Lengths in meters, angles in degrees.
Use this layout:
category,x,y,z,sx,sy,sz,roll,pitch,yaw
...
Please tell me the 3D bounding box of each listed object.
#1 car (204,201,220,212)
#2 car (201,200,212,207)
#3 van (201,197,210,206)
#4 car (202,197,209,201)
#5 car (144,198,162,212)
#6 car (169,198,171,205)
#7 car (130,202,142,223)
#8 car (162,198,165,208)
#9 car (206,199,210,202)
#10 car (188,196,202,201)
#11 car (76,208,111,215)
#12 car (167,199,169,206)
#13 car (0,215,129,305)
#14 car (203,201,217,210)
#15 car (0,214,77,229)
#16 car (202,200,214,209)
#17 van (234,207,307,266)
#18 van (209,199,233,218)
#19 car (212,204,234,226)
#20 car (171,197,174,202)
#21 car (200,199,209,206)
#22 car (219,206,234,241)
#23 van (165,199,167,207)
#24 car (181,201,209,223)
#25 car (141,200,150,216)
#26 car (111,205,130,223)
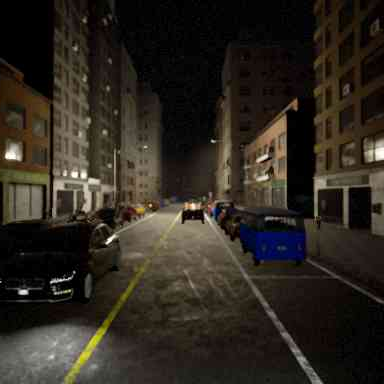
category,x,y,z,sx,sy,sz,roll,pitch,yaw
car,2.700,2.014,45.783,1.947,1.339,4.313,0,-1,0
car,2.712,2.190,62.790,1.802,1.307,4.206,0,0,0
van,2.716,1.999,68.462,1.690,1.788,3.998,0,0,0
car,2.695,1.709,40.116,2.192,1.841,5.009,0,-1,0
car,-5.826,1.762,45.780,2.192,1.841,5.009,0,-1,0
car,-5.810,2.181,68.281,1.752,1.417,4.829,0,-1,0
car,-5.838,1.829,28.773,1.887,1.381,4.507,0,-1,0
car,-5.822,2.052,51.445,2.008,1.369,4.403,0,-1,0
car,2.692,1.780,34.446,1.967,1.590,4.097,0,-1,0
car,0.120,1.784,44.150,2.097,1.767,4.553,0,-1,0
car,-5.846,1.698,17.267,1.752,1.417,4.829,0,-1,0
car,-5.814,2.131,62.612,1.752,1.417,4.829,0,-1,0
car,-3.084,1.590,8.513,1.837,1.490,4.892,0,0,0
car,2.704,2.068,51.452,1.947,1.339,4.313,0,-1,0
car,-5.850,1.684,11.769,1.947,1.339,4.313,0,-1,0
car,2.708,2.107,57.120,2.008,1.369,4.403,0,-1,0
van,2.675,1.460,11.771,1.690,1.788,3.998,0,-1,0
van,2.688,1.626,28.778,1.690,1.788,3.998,0,-1,0
car,2.684,1.781,23.107,2.008,1.369,4.403,0,-1,0
car,-5.805,2.256,74.118,2.008,1.369,4.403,0,0,0
car,2.720,2.233,74.300,1.752,1.417,4.829,0,0,0
car,2.680,1.702,17.608,1.752,1.417,4.829,0,-1,0
van,-5.818,1.897,57.115,1.690,1.788,3.998,0,-1,0
car,0.092,1.771,28.106,2.128,1.511,4.902,0,0,0
car,-5.834,1.862,34.272,1.752,1.417,4.829,0,-1,0
car,-5.842,1.795,23.105,1.947,1.339,4.313,0,-1,0
